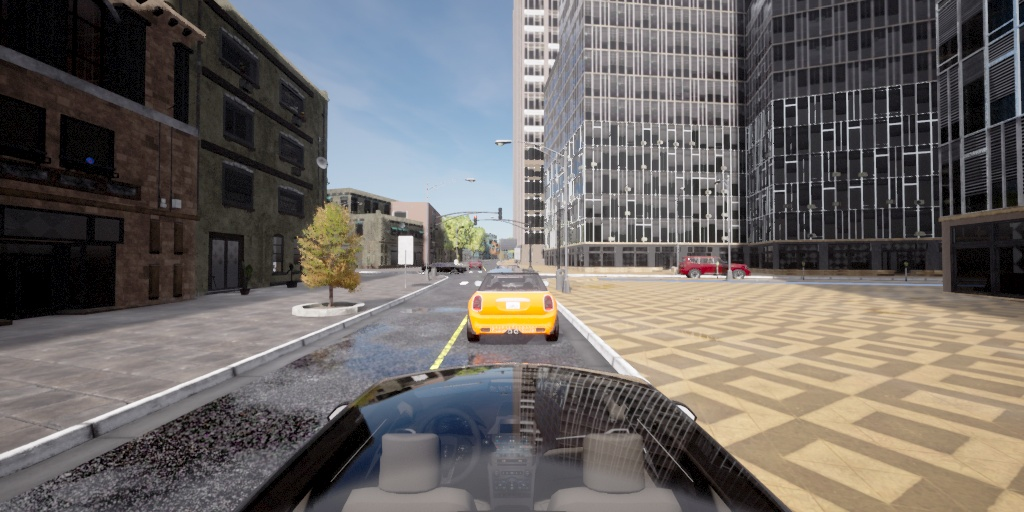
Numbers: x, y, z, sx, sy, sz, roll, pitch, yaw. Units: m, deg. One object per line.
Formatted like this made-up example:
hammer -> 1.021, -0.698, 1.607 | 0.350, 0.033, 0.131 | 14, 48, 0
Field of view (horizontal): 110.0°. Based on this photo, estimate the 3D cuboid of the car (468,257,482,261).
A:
car -> -5.478, 1.240, 53.338 | 1.882, 1.535, 5.008 | 0, 0, -6

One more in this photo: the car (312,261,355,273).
car -> -21.394, 1.323, 42.985 | 4.674, 1.442, 1.812 | 0, -1, 18

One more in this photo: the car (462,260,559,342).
car -> 0.004, 1.105, 9.980 | 2.097, 1.767, 4.553 | 0, 0, 0

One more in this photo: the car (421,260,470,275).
car -> -7.175, 1.355, 38.379 | 4.718, 1.301, 1.895 | 0, 0, 18

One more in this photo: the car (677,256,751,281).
car -> 15.744, 0.938, 28.234 | 5.009, 1.841, 2.192 | 0, 0, 18

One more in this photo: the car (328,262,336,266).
car -> -20.586, 1.318, 40.121 | 4.313, 1.339, 1.948 | 0, 0, 18
